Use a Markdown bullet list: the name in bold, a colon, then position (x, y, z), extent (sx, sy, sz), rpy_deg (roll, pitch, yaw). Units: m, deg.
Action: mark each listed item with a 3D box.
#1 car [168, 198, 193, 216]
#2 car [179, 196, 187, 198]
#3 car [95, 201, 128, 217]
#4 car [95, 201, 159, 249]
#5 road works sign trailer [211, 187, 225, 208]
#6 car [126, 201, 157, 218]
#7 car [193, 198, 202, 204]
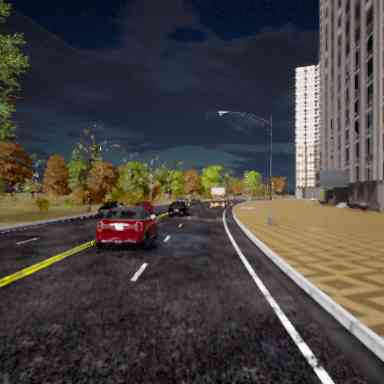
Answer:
- **car**: position (-1.346, 1.724, 36.165), extent (1.882, 1.535, 5.008), rpy_deg (0, 0, 5)
- **car**: position (-2.218, 1.790, 74.726), extent (2.097, 1.767, 4.553), rpy_deg (0, 0, 11)
- **car**: position (-8.218, 1.706, 34.448), extent (1.837, 1.490, 4.892), rpy_deg (0, 0, 5)
- **car**: position (-2.805, 1.446, 15.302), extent (2.097, 1.767, 4.553), rpy_deg (0, -1, 2)
- **road works sign trailer**: position (4.485, 0.886, 57.277), extent (2.380, 3.560, 2.880), rpy_deg (0, 0, 10)
- **car**: position (-5.021, 1.690, 33.754), extent (1.882, 1.535, 5.008), rpy_deg (0, 0, 5)
- **car**: position (0.957, 2.000, 74.034), extent (1.994, 1.385, 4.181), rpy_deg (0, 0, 11)
